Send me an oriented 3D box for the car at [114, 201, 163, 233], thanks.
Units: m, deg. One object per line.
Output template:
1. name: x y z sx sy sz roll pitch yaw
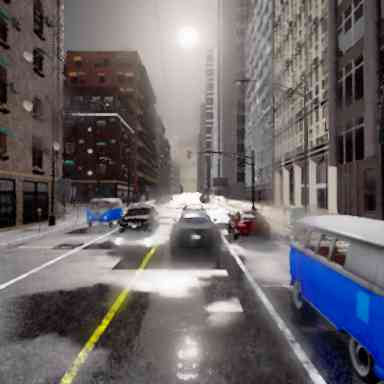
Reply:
1. car: -2.975 1.523 19.500 1.837 1.490 4.892 0 0 0

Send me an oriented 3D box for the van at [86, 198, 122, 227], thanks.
1. van: -5.732 1.322 22.114 1.690 1.788 3.998 1 0 0

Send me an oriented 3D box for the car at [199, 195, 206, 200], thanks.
1. car: 2.816 1.496 88.295 1.802 1.307 4.206 1 0 0

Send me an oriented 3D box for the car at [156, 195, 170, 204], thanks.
1. car: -5.600 1.494 60.031 2.008 1.369 4.403 1 0 0

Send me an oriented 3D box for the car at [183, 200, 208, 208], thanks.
1. car: 0.130 1.578 25.703 1.895 1.301 4.718 0 0 0

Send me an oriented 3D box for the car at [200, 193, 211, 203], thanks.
1. car: 2.798 1.247 71.331 2.192 1.841 5.009 1 0 0

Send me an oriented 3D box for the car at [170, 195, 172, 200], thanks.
1. car: -5.593 1.489 65.685 2.008 1.369 4.403 1 0 0

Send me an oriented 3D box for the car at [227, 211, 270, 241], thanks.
1. car: 2.723 1.568 16.420 1.802 1.307 4.206 1 0 0

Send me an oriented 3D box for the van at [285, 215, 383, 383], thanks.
1. van: 2.712 1.337 5.118 1.690 1.788 3.998 1 0 0

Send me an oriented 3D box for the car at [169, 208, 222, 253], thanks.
1. car: 0.123 1.552 13.673 1.994 1.385 4.181 0 0 0

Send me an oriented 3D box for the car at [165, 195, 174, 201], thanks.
1. car: -5.571 1.502 82.649 1.802 1.307 4.206 1 0 0

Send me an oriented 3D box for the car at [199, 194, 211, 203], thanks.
1. car: 2.787 1.520 65.677 1.802 1.307 4.206 1 0 0
